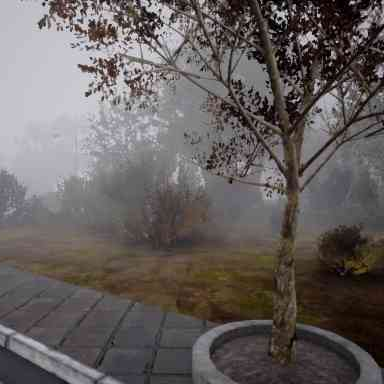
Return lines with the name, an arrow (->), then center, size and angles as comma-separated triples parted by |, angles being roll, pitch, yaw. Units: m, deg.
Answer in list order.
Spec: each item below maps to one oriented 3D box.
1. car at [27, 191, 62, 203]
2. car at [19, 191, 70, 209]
car -> -16.381, 1.101, 38.100 | 2.097, 1.767, 4.553 | 1, 0, 32
car -> -18.391, 0.939, 41.852 | 2.150, 2.045, 5.566 | 1, 0, 32
